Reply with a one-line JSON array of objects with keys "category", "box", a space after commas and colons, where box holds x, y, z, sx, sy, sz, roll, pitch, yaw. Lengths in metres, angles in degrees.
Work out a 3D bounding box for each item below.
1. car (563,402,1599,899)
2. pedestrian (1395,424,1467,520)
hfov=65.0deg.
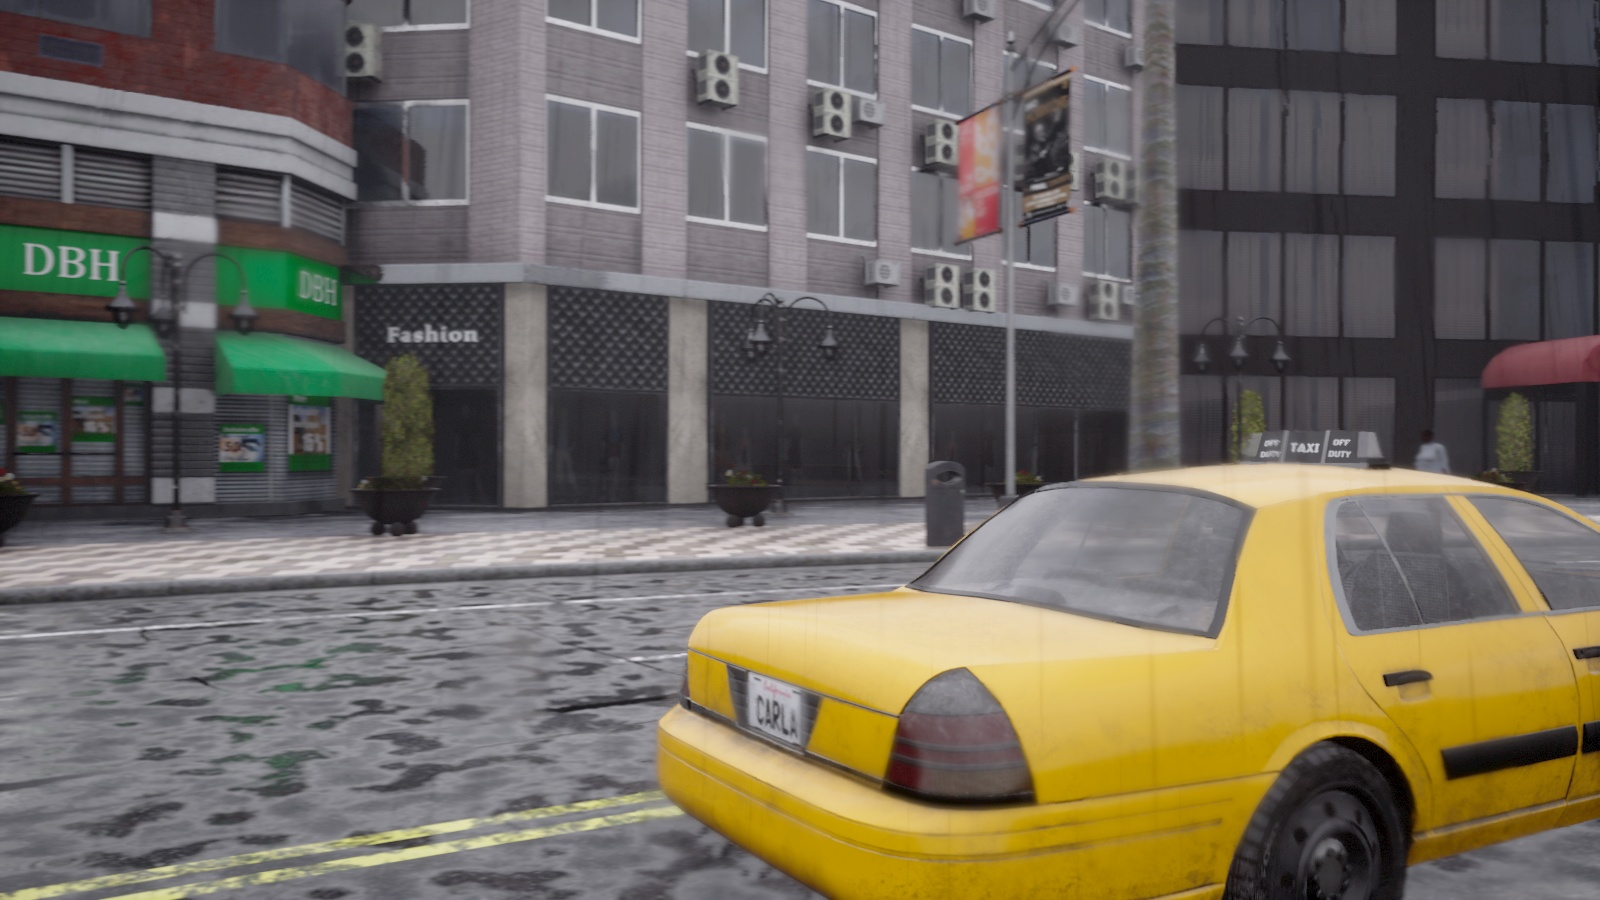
[{"category": "car", "box": [1.992, 0.688, 4.713, 5.366, 1.575, 1.801, 0, 0, -30]}, {"category": "pedestrian", "box": [12.368, 0.424, 24.634, 0.900, 1.855, 0.874, 0, 0, -13]}]
